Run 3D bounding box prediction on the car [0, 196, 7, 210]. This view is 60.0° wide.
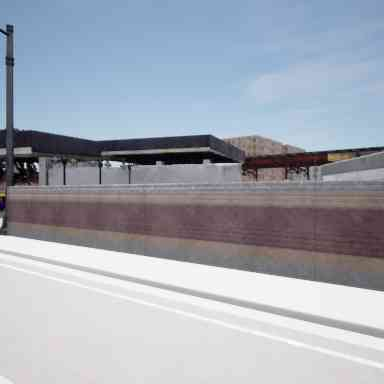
[{"bbox_3d":[-20.604,1.329,39.455,2.242,1.667,4.611,0,0,37],"label":"car"}]
